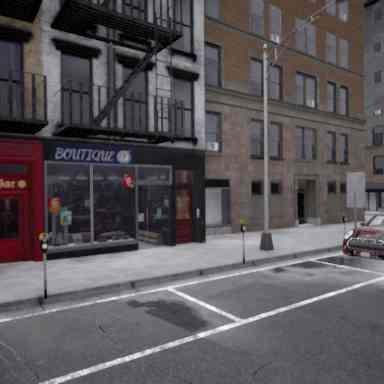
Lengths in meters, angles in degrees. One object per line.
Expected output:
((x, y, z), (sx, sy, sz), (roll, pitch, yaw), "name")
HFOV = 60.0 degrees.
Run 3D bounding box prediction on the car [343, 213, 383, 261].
((7.051, 1.438, 11.606), (4.097, 1.590, 1.967), (0, -1, -36), "car")
